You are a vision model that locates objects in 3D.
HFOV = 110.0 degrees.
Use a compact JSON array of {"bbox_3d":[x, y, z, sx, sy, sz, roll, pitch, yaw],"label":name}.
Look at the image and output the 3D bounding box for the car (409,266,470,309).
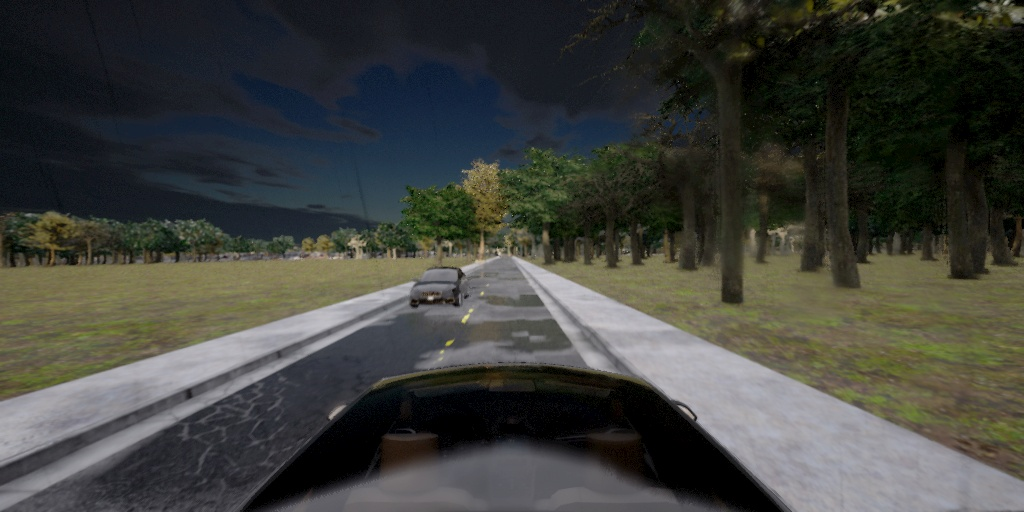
[{"bbox_3d":[-2.869,1.212,14.964,1.837,1.490,4.892,-1,0,-1],"label":"car"}]
